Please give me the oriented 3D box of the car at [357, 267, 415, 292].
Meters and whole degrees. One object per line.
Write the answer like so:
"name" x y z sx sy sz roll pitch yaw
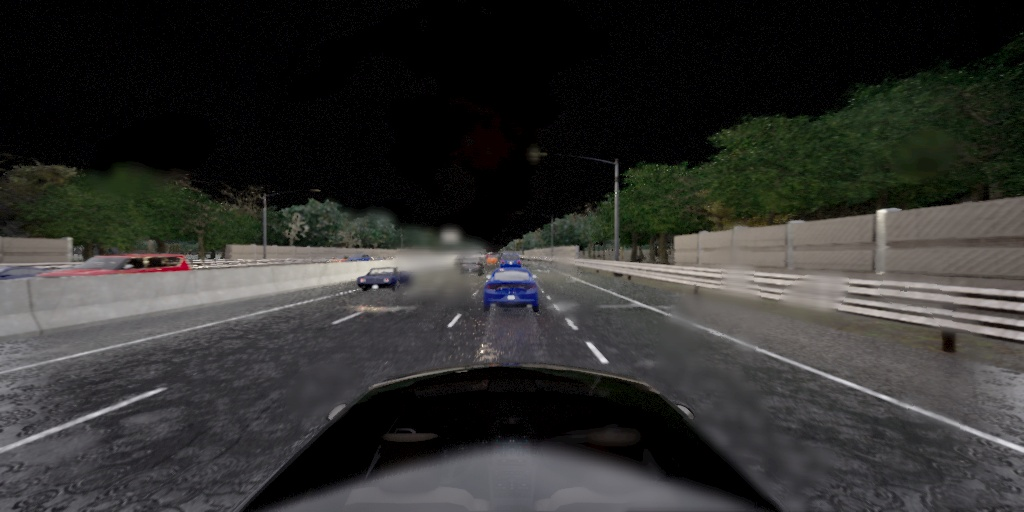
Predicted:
"car" -7.032 1.274 20.625 1.895 1.301 4.718 0 0 0

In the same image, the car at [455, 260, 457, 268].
"car" -7.264 0.957 53.385 1.837 1.490 4.892 0 0 -1

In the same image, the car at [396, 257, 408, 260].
"car" -17.842 0.943 58.623 1.812 1.442 4.674 0 0 0

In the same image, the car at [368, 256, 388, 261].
"car" -21.341 0.981 58.498 1.994 1.385 4.181 0 0 0

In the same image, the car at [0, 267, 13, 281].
"car" -21.119 1.190 17.750 2.128 1.511 4.902 0 0 0

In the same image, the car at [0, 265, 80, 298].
"car" -24.619 1.226 17.364 1.812 1.442 4.674 0 0 0

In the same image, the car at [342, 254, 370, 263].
"car" -24.832 0.642 58.335 2.150 2.045 5.566 0 1 0

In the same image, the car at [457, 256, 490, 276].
"car" -3.602 1.071 34.200 2.128 1.511 4.902 0 0 0

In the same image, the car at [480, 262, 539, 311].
"car" -0.014 1.191 14.223 1.882 1.535 5.008 0 0 0

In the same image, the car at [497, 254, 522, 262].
"car" -0.124 0.778 37.447 2.150 2.045 5.566 0 0 0

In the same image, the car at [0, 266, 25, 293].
"car" -28.119 1.263 17.869 1.994 1.385 4.181 0 0 0

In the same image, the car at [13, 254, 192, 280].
"car" -17.619 0.927 16.279 2.150 2.045 5.566 0 0 0
